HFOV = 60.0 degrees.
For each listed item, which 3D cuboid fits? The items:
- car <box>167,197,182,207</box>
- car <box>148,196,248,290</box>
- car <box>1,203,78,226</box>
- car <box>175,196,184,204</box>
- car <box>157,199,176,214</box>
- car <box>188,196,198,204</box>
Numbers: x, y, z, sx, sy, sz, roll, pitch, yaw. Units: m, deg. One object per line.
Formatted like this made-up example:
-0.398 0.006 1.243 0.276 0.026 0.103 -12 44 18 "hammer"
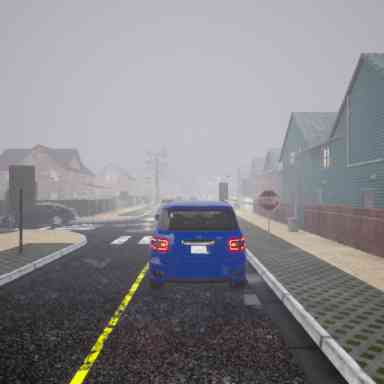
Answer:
-2.700 1.571 53.014 2.033 1.411 5.357 0 0 0 "car"
0.109 1.224 9.210 2.150 2.045 5.566 0 0 -1 "car"
-10.427 1.529 22.868 4.892 1.490 1.837 0 2 -5 "car"
-2.596 1.584 69.408 1.837 1.490 4.892 0 0 0 "car"
-2.761 1.539 36.919 1.812 1.442 4.674 0 0 0 "car"
0.242 1.557 63.817 1.812 1.442 4.674 0 0 0 "car"
